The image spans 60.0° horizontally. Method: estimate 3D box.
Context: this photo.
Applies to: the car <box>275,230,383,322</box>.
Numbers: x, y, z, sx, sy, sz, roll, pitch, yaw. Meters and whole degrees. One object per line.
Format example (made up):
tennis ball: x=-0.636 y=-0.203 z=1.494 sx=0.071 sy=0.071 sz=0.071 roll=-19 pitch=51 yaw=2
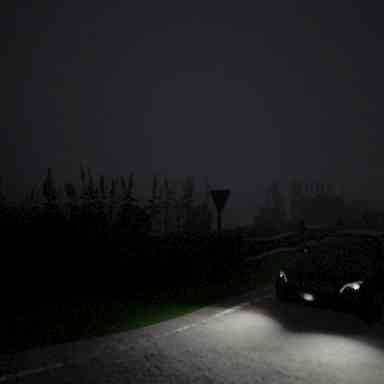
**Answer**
car: x=3.776 y=1.648 z=7.705 sx=4.674 sy=1.442 sz=1.812 roll=0 pitch=-2 yaw=-44
